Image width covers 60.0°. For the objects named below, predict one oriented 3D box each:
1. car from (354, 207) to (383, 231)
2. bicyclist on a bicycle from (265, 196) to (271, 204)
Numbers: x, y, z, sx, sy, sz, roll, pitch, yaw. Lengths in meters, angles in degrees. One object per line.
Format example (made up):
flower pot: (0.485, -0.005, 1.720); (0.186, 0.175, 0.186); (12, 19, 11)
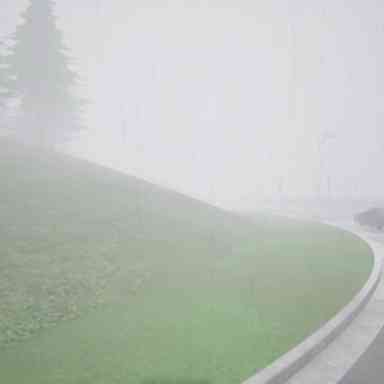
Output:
car: (12.239, 1.642, 21.422); (2.033, 1.411, 5.357); (0, 0, 8)
bicyclist on a bicycle: (15.212, 1.636, 66.722); (1.656, 1.620, 0.582); (0, 0, -30)
